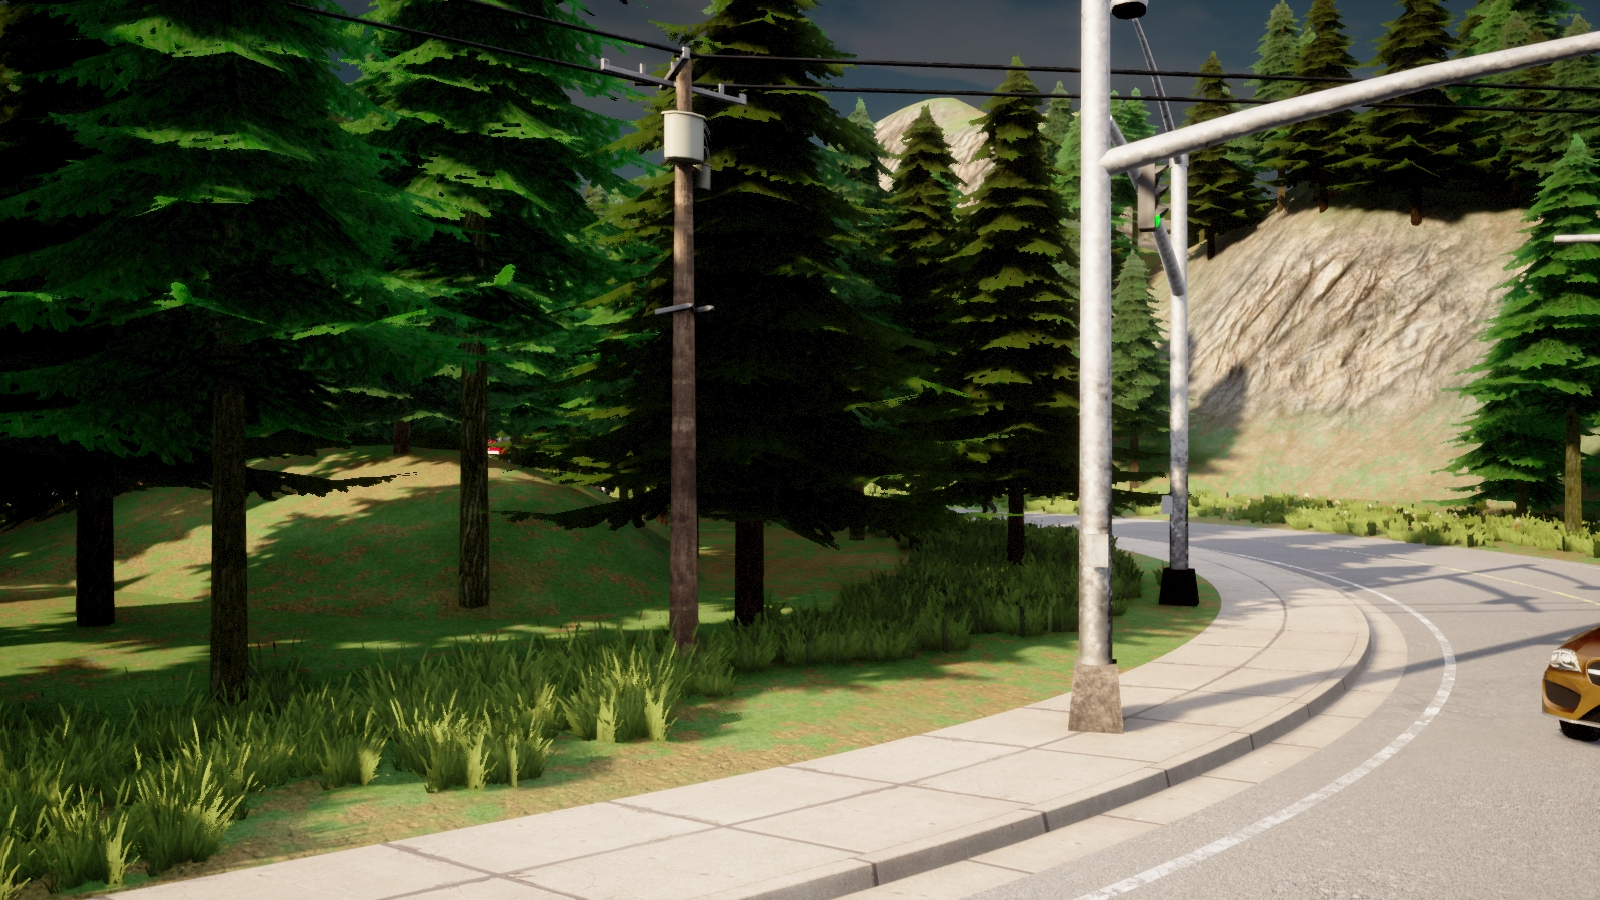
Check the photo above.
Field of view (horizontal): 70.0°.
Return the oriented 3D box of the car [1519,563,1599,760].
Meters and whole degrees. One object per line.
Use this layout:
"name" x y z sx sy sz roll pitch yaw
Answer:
"car" 9.577 1.970 11.147 5.027 1.651 2.152 0 0 -29
